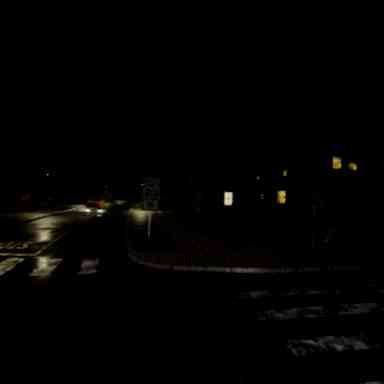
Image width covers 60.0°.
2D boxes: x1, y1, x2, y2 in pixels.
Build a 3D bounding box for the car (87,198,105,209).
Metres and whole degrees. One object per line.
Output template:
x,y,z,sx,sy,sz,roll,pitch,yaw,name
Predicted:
-13.041,1.501,45.413,1.882,1.535,5.008,3,-1,-8,car
